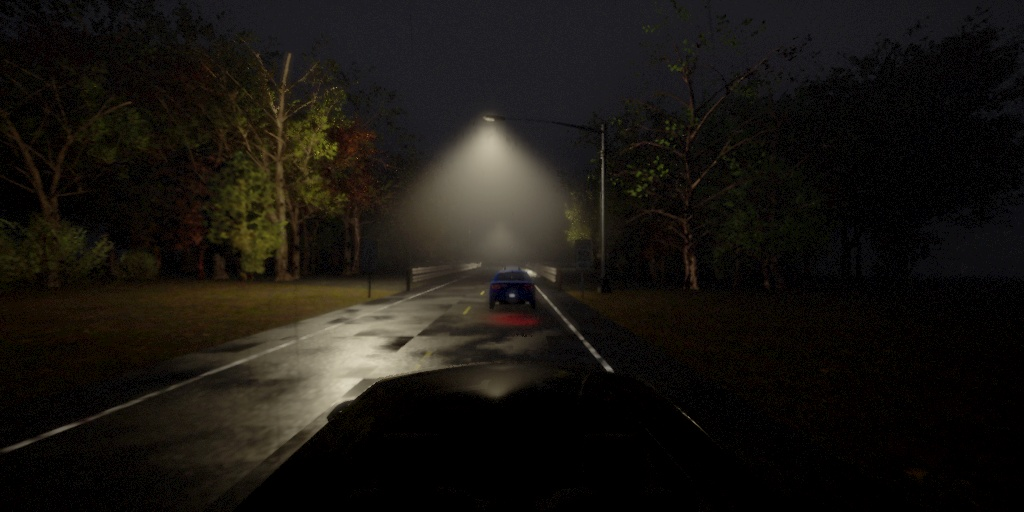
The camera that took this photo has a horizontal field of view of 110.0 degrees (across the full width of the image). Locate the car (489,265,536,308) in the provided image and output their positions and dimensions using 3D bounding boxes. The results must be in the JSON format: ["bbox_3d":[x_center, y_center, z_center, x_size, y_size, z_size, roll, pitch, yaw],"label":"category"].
[{"bbox_3d":[0.032,1.366,16.096,1.882,1.535,5.008,0,0,1],"label":"car"}]

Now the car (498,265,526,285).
[{"bbox_3d":[0.025,1.518,30.362,2.128,1.511,4.902,0,0,1],"label":"car"}]
